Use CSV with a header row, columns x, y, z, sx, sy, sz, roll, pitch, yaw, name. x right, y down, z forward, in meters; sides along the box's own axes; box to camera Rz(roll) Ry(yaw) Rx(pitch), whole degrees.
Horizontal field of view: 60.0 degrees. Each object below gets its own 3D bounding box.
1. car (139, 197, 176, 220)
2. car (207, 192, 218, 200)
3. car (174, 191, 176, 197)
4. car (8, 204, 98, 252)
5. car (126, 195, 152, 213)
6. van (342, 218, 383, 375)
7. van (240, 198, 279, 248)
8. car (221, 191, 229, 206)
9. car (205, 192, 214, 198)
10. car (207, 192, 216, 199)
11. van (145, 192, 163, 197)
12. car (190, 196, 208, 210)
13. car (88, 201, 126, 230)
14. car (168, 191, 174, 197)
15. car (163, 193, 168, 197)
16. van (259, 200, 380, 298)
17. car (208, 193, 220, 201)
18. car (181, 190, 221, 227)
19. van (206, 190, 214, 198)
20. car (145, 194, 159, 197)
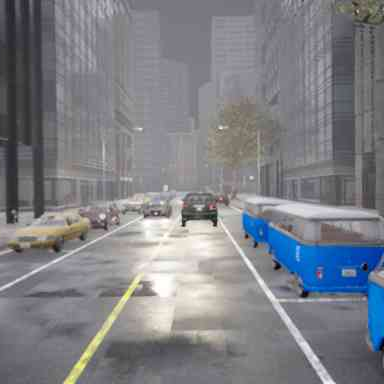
x,y,z,sx,sy,sz,roll,pitch,yaw,name
-2.543,1.314,25.663,1.994,1.385,4.181,-1,1,1,car
3.913,0.794,64.258,1.752,1.417,4.829,-1,1,1,car
-4.612,0.952,64.241,1.802,1.307,4.206,-1,1,1,car
-5.527,1.442,13.513,1.752,1.417,4.829,-1,1,1,car
-5.220,1.281,30.535,2.008,1.369,4.403,-1,1,1,car
2.795,1.281,2.297,1.690,1.788,3.998,-1,1,1,van
2.997,1.156,13.532,1.690,1.788,3.998,-1,1,1,van
3.503,0.824,41.618,2.192,1.841,5.009,-1,1,1,car
4.214,0.647,80.940,2.008,1.369,4.403,-1,1,1,car
4.015,0.736,69.876,1.752,1.417,4.829,-1,1,1,car
-5.020,0.950,41.768,1.690,1.788,3.998,-1,1,1,van
0.747,1.191,37.040,1.895,1.301,4.718,-1,1,1,car
-5.423,1.293,19.299,1.967,1.590,4.097,-1,1,1,car
-4.715,0.870,58.622,1.967,1.590,4.097,-1,1,1,car
-4.916,1.093,47.388,1.887,1.381,4.507,-1,1,1,car
2.896,1.218,7.915,1.690,1.788,3.998,-1,1,1,van
3.809,0.881,58.472,2.008,1.369,4.403,-1,1,1,car
0.467,0.987,21.116,2.150,2.045,5.566,-1,1,1,car
4.110,0.495,75.320,1.690,1.788,3.998,-1,1,1,van
-5.118,1.220,36.153,2.008,1.369,4.403,-1,1,1,car
